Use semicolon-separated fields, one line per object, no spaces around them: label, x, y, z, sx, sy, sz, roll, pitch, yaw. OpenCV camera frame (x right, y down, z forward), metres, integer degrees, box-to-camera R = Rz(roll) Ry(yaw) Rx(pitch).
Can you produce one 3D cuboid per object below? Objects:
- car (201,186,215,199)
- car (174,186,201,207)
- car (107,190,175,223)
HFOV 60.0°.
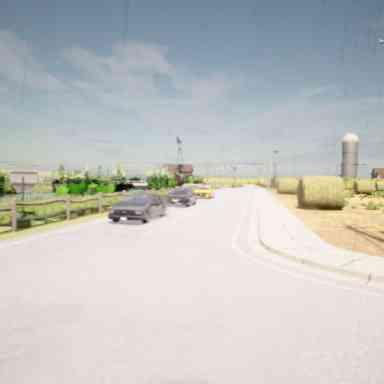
car;1.566;0.000;40.292;1.882;1.535;5.008;2;2;11
car;-0.792;0.420;28.210;1.837;1.490;4.892;2;2;11
car;-2.721;0.785;18.290;2.033;1.411;5.357;2;2;11
